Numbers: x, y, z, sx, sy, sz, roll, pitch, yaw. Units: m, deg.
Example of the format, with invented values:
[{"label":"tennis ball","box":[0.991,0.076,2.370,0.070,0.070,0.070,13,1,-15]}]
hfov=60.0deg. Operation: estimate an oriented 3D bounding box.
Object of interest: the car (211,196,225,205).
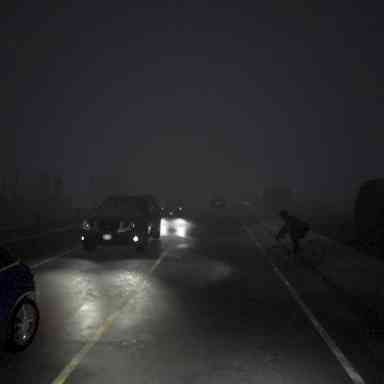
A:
[{"label":"car","box":[3.912,1.229,50.003,1.895,1.301,4.718,0,0,4]}]

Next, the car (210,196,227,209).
[{"label":"car","box":[3.114,1.268,39.775,1.994,1.385,4.181,0,0,4]}]

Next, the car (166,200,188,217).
[{"label":"car","box":[-1.460,1.384,28.511,1.895,1.301,4.718,0,0,5]}]

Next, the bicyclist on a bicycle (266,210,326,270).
[{"label":"bicyclist on a bicycle","box":[2.811,1.300,9.269,1.656,1.620,0.582,-9,0,4]}]

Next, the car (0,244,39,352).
[{"label":"car","box":[-3.474,1.322,3.120,2.097,1.767,4.553,0,1,5]}]

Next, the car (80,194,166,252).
[{"label":"car","box":[-2.638,1.113,13.756,2.150,2.045,5.566,0,1,4]}]
